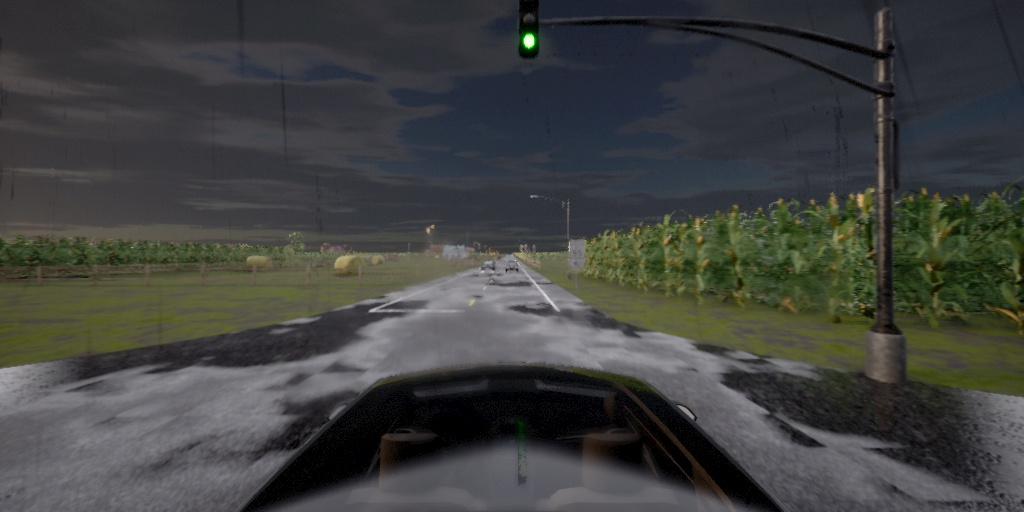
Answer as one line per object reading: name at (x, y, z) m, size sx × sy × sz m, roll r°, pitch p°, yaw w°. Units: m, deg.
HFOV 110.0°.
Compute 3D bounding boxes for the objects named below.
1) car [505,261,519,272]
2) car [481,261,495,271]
car at (0.007, 1.443, 48.521) m, size 2.033 × 1.411 × 5.357 m, roll 0°, pitch 0°, yaw 0°
car at (-3.492, 1.420, 53.536) m, size 1.812 × 1.442 × 4.674 m, roll 0°, pitch 0°, yaw 0°
